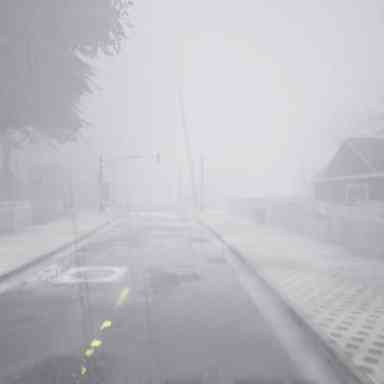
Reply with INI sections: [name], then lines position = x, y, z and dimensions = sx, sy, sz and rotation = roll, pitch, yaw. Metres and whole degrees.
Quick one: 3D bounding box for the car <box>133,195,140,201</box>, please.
[car]
position = -14.163, 1.514, 85.217
dimensions = 2.033, 1.411, 5.357
rotation = 0, 0, -10
